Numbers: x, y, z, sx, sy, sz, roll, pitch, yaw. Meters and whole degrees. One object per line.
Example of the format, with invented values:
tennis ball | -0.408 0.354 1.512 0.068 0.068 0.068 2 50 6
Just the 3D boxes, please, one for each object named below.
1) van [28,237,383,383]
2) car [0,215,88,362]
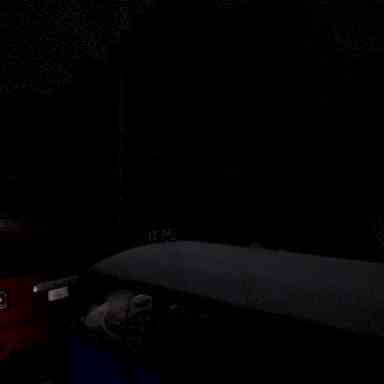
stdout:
van | 0.759 1.355 2.229 3.998 1.788 1.690 0 0 38
car | -3.526 1.322 5.525 5.009 1.841 2.192 0 1 38
